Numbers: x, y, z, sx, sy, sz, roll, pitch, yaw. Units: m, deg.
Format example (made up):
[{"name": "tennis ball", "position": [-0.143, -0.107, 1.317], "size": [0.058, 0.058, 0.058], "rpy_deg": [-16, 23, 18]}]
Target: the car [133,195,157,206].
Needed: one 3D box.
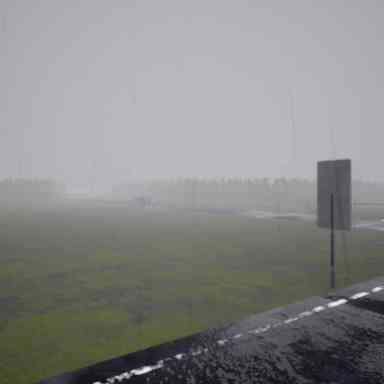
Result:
[{"name": "car", "position": [-6.829, 1.168, 48.179], "size": [2.128, 1.511, 4.902], "rpy_deg": [0, 0, -35]}]
